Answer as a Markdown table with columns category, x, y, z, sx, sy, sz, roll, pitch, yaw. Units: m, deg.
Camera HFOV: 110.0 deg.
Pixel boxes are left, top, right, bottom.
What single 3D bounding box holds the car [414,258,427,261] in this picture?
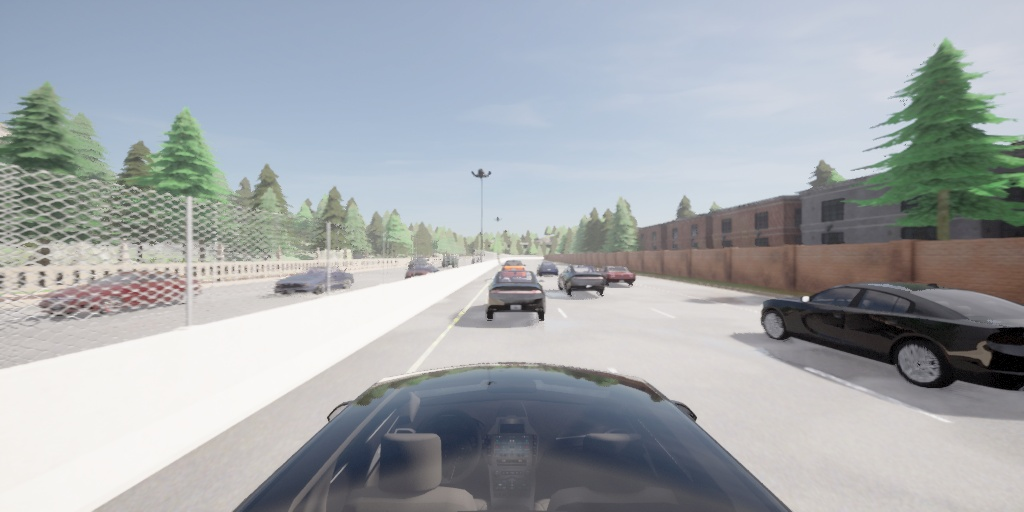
| category | x | y | z | sx | sy | sz | roll | pitch | yaw |
| --- | --- | --- | --- | --- | --- | --- | --- | --- | --- |
| car | -14.011 | 1.098 | 53.993 | 2.097 | 1.767 | 4.553 | 0 | 0 | 0 |

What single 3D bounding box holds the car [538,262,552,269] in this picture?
| category | x | y | z | sx | sy | sz | roll | pitch | yaw |
| --- | --- | --- | --- | --- | --- | --- | --- | --- | --- |
| car | 3.639 | 1.313 | 37.237 | 1.994 | 1.385 | 4.181 | 0 | 0 | 0 |

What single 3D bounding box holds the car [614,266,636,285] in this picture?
| category | x | y | z | sx | sy | sz | roll | pitch | yaw |
| --- | --- | --- | --- | --- | --- | --- | --- | --- | --- |
| car | 7.126 | 1.351 | 25.471 | 1.895 | 1.301 | 4.718 | 0 | 0 | 0 |

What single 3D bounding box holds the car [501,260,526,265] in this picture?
| category | x | y | z | sx | sy | sz | roll | pitch | yaw |
| --- | --- | --- | --- | --- | --- | --- | --- | --- | --- |
| car | 0.131 | 1.101 | 30.516 | 2.097 | 1.767 | 4.553 | 0 | 0 | 0 |

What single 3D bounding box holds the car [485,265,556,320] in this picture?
| category | x | y | z | sx | sy | sz | roll | pitch | yaw |
| --- | --- | --- | --- | --- | --- | --- | --- | --- | --- |
| car | 0.113 | 1.241 | 12.568 | 2.128 | 1.511 | 4.902 | 0 | 0 | 0 |

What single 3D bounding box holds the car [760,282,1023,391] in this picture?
| category | x | y | z | sx | sy | sz | roll | pitch | yaw |
| --- | --- | --- | --- | --- | --- | --- | --- | --- | --- |
| car | 7.109 | 1.229 | 6.887 | 1.882 | 1.535 | 5.008 | 0 | 0 | 0 |

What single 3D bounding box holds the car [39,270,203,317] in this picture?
| category | x | y | z | sx | sy | sz | roll | pitch | yaw |
| --- | --- | --- | --- | --- | --- | --- | --- | --- | --- |
| car | -14.077 | 1.273 | 13.375 | 1.812 | 1.442 | 4.674 | 0 | 0 | 0 |

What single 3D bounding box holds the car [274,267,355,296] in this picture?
| category | x | y | z | sx | sy | sz | roll | pitch | yaw |
| --- | --- | --- | --- | --- | --- | --- | --- | --- | --- |
| car | -10.581 | 1.295 | 19.797 | 2.033 | 1.411 | 5.357 | 0 | 0 | 0 |

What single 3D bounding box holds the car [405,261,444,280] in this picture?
| category | x | y | z | sx | sy | sz | roll | pitch | yaw |
| --- | --- | --- | --- | --- | --- | --- | --- | --- | --- |
| car | -7.067 | 1.312 | 28.571 | 1.994 | 1.385 | 4.181 | 0 | 0 | 0 |

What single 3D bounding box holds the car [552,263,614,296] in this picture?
| category | x | y | z | sx | sy | sz | roll | pitch | yaw |
| --- | --- | --- | --- | --- | --- | --- | --- | --- | --- |
| car | 3.619 | 1.242 | 19.302 | 2.128 | 1.511 | 4.902 | 0 | 0 | 0 |

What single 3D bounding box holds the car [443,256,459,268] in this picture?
| category | x | y | z | sx | sy | sz | roll | pitch | yaw |
| --- | --- | --- | --- | --- | --- | --- | --- | --- | --- |
| car | -10.466 | 0.972 | 61.442 | 2.150 | 2.045 | 5.566 | 0 | 0 | 1 |
